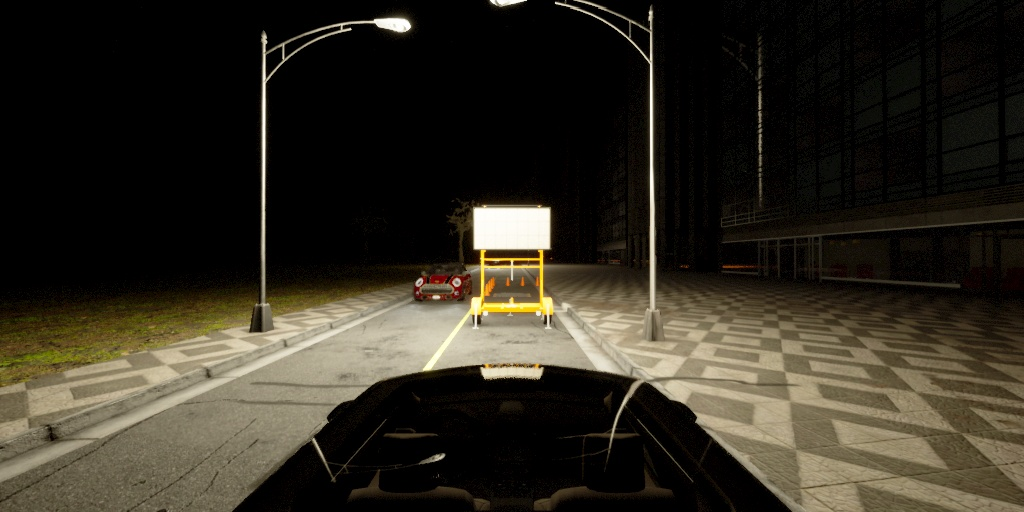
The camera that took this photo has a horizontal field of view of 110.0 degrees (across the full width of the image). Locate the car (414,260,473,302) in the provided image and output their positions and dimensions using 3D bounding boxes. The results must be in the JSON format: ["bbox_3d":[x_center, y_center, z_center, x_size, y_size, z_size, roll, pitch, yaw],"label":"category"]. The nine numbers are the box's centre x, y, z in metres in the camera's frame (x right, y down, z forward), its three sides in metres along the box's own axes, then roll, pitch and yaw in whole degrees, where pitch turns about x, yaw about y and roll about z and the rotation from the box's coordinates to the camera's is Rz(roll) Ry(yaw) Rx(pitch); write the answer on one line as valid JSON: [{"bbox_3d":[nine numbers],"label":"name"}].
[{"bbox_3d":[-3.099,1.106,16.928,2.097,1.767,4.553,0,0,0],"label":"car"}]

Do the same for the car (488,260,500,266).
[{"bbox_3d":[-2.991,1.262,59.693,2.128,1.511,4.902,0,0,0],"label":"car"}]

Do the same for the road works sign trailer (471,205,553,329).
[{"bbox_3d":[0.001,0.216,11.229,2.380,3.560,2.880,0,0,0],"label":"road works sign trailer"}]
